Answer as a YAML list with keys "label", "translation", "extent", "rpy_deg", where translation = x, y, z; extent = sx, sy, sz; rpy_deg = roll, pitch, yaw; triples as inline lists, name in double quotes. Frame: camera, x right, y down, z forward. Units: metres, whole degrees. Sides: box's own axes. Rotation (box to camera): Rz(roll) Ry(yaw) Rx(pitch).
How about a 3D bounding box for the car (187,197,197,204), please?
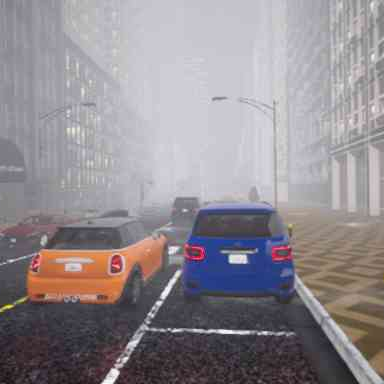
- label: "car"
  translation: [0.031, 1.901, 77.608]
  extent: [1.752, 1.417, 4.829]
  rpy_deg: [-1, 0, 6]

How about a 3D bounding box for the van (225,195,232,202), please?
- label: "van"
  translation: [9.008, 1.619, 82.489]
  extent: [1.690, 1.788, 3.998]
  rpy_deg: [-1, 0, 6]

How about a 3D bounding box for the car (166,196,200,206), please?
- label: "car"
  translation: [-0.157, 1.347, 25.061]
  extent: [2.150, 2.045, 5.566]
  rpy_deg: [-1, 0, 6]

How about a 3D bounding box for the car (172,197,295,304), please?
- label: "car"
  translation: [1.093, 1.255, 8.399]
  extent: [2.150, 2.045, 5.566]
  rpy_deg: [-1, 0, 6]

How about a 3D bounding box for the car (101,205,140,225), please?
- label: "car"
  translation: [-5.673, 1.791, 26.945]
  extent: [1.802, 1.307, 4.206]
  rpy_deg: [-1, 0, 6]

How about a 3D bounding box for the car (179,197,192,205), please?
- label: "car"
  translation: [-1.224, 1.780, 66.481]
  extent: [1.967, 1.590, 4.097]
  rpy_deg: [-1, 0, 6]

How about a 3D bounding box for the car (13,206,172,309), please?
- label: "car"
  translation: [-1.946, 1.419, 8.266]
  extent: [2.097, 1.767, 4.553]
  rpy_deg: [-1, 0, 6]

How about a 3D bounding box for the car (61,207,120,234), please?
- label: "car"
  translation: [-6.310, 1.741, 21.298]
  extent: [2.008, 1.369, 4.403]
  rpy_deg: [-1, 0, 6]

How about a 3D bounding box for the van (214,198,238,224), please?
- label: "van"
  translation: [2.649, 1.433, 26.010]
  extent: [1.690, 1.788, 3.998]
  rpy_deg: [-1, 0, 6]

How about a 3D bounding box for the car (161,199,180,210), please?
- label: "car"
  translation: [-3.130, 1.835, 49.537]
  extent: [2.008, 1.369, 4.403]
  rpy_deg: [-1, 0, 6]

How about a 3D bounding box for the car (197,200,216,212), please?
- label: "car"
  translation: [1.902, 1.745, 42.413]
  extent: [1.994, 1.385, 4.181]
  rpy_deg: [-1, 0, 6]

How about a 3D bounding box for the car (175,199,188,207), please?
- label: "car"
  translation: [-1.857, 1.903, 60.833]
  extent: [1.802, 1.307, 4.206]
  rpy_deg: [-1, 0, 6]

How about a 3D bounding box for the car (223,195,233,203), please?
- label: "car"
  translation: [8.372, 1.574, 76.842]
  extent: [2.192, 1.841, 5.009]
  rpy_deg: [-1, 0, 6]

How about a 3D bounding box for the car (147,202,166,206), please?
- label: "car"
  translation: [-4.402, 1.797, 38.242]
  extent: [2.008, 1.369, 4.403]
  rpy_deg: [-1, 0, 6]

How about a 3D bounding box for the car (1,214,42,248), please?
- label: "car"
  translation: [-6.945, 1.715, 15.650]
  extent: [1.887, 1.381, 4.507]
  rpy_deg: [-1, 0, 6]
